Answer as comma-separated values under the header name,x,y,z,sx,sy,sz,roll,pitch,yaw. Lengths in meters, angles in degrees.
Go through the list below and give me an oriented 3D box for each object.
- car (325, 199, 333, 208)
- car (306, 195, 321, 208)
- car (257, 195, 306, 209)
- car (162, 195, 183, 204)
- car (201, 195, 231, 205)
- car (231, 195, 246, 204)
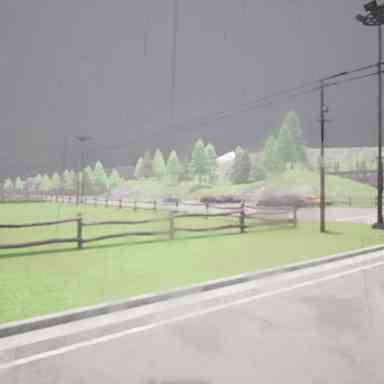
name,x,y,z,sx,sy,sz,roll,pitch,yaw
car,15.595,1.203,42.846,1.882,1.535,5.008,-1,1,-36
car,12.858,1.102,40.655,2.097,1.767,4.553,-1,0,-36
car,10.019,1.323,38.606,2.033,1.411,5.357,-1,0,-36
car,-3.358,1.303,56.970,1.812,1.442,4.674,-1,0,-36
car,3.487,1.229,53.499,1.882,1.535,5.008,-1,1,-36
car,6.464,1.273,55.362,2.033,1.411,5.357,-1,0,-36
